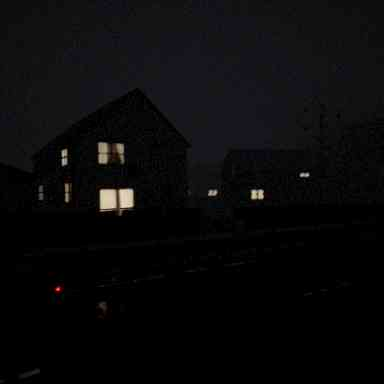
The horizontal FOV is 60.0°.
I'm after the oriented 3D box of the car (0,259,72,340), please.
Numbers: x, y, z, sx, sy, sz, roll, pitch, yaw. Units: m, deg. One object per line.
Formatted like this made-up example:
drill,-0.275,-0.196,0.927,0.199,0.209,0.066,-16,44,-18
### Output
car,-4.516,1.542,4.457,5.357,1.411,2.033,0,0,-36
